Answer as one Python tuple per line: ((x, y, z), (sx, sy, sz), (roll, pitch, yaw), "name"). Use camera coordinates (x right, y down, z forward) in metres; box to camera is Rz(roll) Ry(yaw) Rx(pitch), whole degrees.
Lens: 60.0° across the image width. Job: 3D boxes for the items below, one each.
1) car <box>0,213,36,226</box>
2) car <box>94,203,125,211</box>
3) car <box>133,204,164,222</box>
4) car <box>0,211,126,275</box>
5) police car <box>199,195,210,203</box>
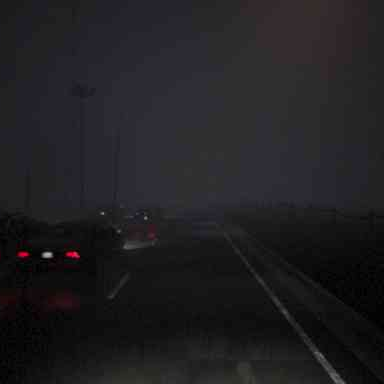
((-6.955, 1.522, 12.647), (2.128, 1.511, 4.902), (0, 0, 1), "car")
((-6.880, 1.631, 27.894), (1.994, 1.385, 4.181), (0, 0, 1), "car")
((-3.403, 1.665, 27.011), (1.895, 1.301, 4.718), (0, 0, 1), "car")
((-3.477, 1.573, 10.522), (2.033, 1.411, 5.357), (0, 0, 0), "car")
((2.430, 1.596, 72.705), (1.930, 1.638, 5.238), (0, 0, 2), "police car")
